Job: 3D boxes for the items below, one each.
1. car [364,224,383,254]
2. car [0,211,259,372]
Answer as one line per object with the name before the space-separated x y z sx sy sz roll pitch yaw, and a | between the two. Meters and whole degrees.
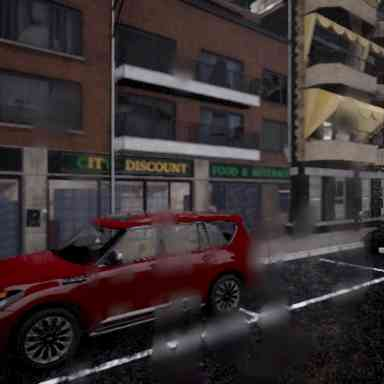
car | 8.186 1.584 12.398 4.313 1.339 1.947 0 0 -35
car | -1.011 1.318 5.838 5.009 1.841 2.192 0 0 -35
